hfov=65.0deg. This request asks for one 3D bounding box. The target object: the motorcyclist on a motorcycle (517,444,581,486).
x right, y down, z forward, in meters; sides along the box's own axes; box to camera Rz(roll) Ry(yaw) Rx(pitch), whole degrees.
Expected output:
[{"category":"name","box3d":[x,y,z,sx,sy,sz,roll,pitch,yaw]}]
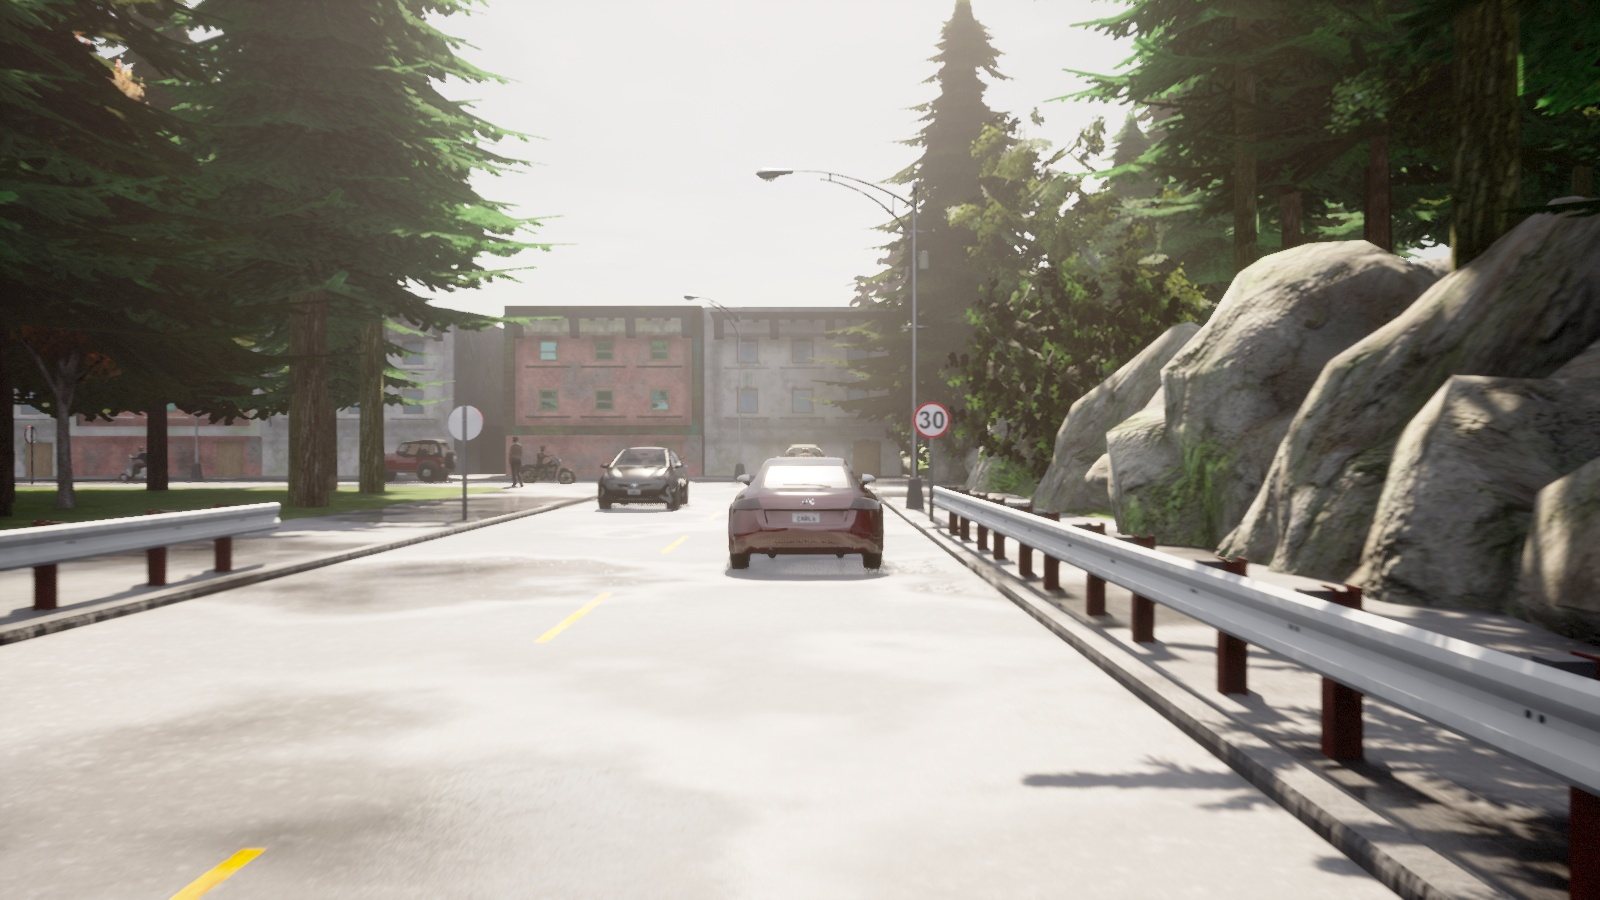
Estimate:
[{"category":"motorcyclist on a motorcycle","box3d":[-9.986,0.596,49.973,2.350,1.649,0.766,0,1,10]}]

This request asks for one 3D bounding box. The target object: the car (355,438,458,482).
[{"category":"car","box3d":[-16.979,0.427,54.329,3.866,1.878,1.905,0,0,1]}]

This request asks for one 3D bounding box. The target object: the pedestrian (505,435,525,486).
[{"category":"pedestrian","box3d":[-10.067,0.365,44.368,0.328,1.805,0.869,0,0,-38]}]

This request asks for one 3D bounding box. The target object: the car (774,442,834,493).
[{"category":"car","box3d":[0.086,0.566,42.255,1.851,1.617,3.988,0,0,-2]}]

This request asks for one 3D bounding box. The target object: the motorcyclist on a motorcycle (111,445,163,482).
[{"category":"motorcyclist on a motorcycle","box3d":[-28.734,0.575,54.435,1.817,1.590,0.866,0,0,1]}]

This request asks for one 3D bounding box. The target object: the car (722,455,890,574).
[{"category":"car","box3d":[0.082,0.779,16.992,1.994,1.385,4.181,0,0,0]}]

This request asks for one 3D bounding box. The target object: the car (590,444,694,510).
[{"category":"car","box3d":[-3.856,0.631,31.352,2.007,1.525,4.514,0,0,0]}]
